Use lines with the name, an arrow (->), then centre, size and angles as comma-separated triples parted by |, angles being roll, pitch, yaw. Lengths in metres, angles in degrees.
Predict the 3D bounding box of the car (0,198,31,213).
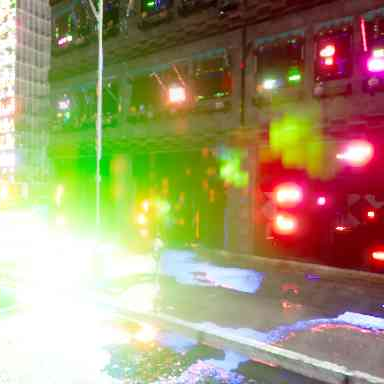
car -> -15.833, 1.177, 28.624 | 1.947, 1.339, 4.313 | 2, 1, 35

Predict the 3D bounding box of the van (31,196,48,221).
van -> -8.964, 1.160, 23.816 | 1.690, 1.788, 3.998 | 2, 1, 35
